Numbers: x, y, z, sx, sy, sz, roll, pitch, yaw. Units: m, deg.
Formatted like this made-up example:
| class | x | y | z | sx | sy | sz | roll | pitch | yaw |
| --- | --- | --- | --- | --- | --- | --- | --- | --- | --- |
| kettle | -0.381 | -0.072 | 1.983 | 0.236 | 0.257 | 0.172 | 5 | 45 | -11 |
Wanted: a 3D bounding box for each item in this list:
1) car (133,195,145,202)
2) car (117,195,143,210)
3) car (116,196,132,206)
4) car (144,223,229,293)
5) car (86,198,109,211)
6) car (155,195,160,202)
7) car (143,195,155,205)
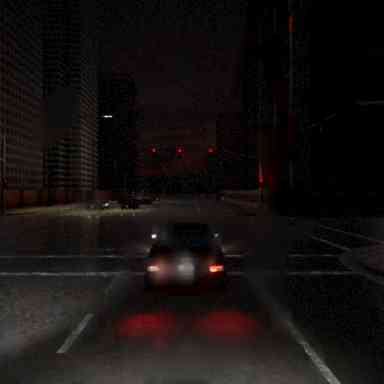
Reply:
| class | x | y | z | sx | sy | sz | roll | pitch | yaw |
| --- | --- | --- | --- | --- | --- | --- | --- | --- | --- |
| car | -11.514 | 1.464 | 72.609 | 1.812 | 1.442 | 4.674 | 0 | 0 | 0 |
| car | -8.031 | 1.503 | 43.565 | 1.837 | 1.490 | 4.892 | 0 | 0 | 0 |
| car | -11.555 | 1.504 | 56.928 | 1.837 | 1.490 | 4.892 | 0 | 0 | 0 |
| car | -0.171 | 1.547 | 8.996 | 2.033 | 1.411 | 5.357 | 0 | 0 | -1 |
| car | -11.514 | 1.490 | 40.795 | 2.128 | 1.511 | 4.902 | 0 | 0 | 0 |
| car | -8.013 | 1.441 | 72.445 | 1.837 | 1.490 | 4.892 | 0 | 0 | 0 |
| car | -8.056 | 1.600 | 56.801 | 1.895 | 1.301 | 4.718 | 0 | 0 | 0 |
